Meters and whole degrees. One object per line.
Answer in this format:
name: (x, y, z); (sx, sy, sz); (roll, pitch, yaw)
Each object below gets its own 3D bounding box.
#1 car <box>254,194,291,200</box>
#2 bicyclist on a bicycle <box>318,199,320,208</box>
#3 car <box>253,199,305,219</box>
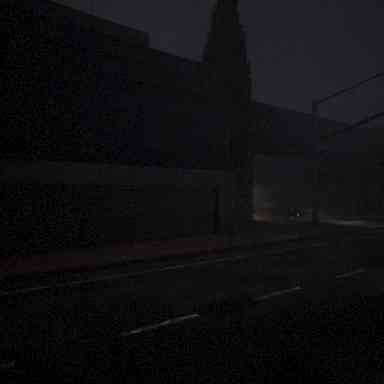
car: (8.689, 1.221, 34.151); (2.150, 2.045, 5.566); (0, 0, -36)
bicyclist on a bicycle: (16.217, 1.303, 43.256); (1.656, 1.620, 0.582); (0, 0, -37)
car: (7.626, 1.601, 29.720); (1.895, 1.301, 4.718); (0, 0, -37)
